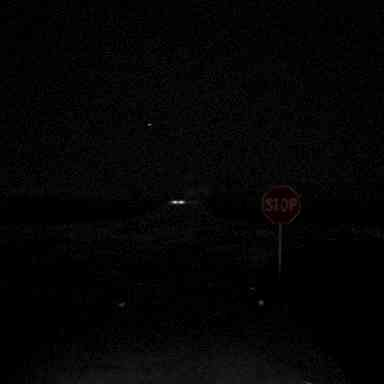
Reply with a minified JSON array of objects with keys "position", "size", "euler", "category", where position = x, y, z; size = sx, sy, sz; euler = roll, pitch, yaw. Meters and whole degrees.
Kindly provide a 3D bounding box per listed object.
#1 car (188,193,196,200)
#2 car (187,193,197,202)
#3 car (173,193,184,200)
[{"position":[0.007,1.011,73.691],"size":[1.812,1.442,4.674],"euler":[0,0,0],"category":"car"},{"position":[0.006,1.126,63.654],"size":[2.128,1.511,4.902],"euler":[0,0,0],"category":"car"},{"position":[-2.744,0.893,68.681],"size":[1.994,1.385,4.181],"euler":[0,0,0],"category":"car"}]
